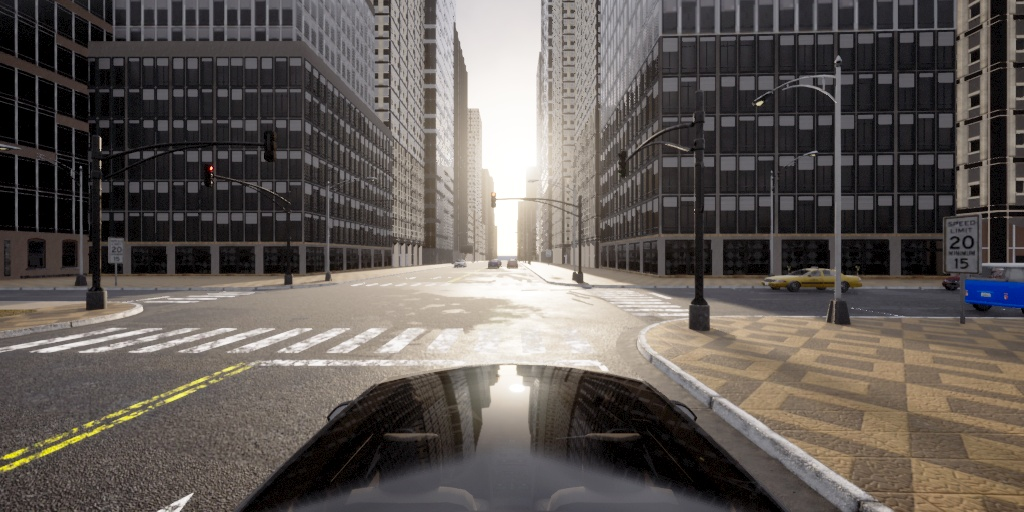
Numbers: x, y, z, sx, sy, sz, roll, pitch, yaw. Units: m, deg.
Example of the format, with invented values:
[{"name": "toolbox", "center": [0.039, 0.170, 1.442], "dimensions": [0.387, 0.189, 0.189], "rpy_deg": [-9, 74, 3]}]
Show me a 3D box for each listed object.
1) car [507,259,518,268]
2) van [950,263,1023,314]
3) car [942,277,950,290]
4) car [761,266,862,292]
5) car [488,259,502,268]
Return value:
[{"name": "car", "center": [0.084, 1.425, 63.635], "dimensions": [1.994, 1.385, 4.181], "rpy_deg": [0, 0, 0]}, {"name": "van", "center": [18.373, 1.119, 12.438], "dimensions": [3.998, 1.789, 1.690], "rpy_deg": [0, 0, 2]}, {"name": "car", "center": [26.947, 1.356, 20.114], "dimensions": [4.207, 1.307, 1.802], "rpy_deg": [0, 0, 2]}, {"name": "car", "center": [17.113, 1.293, 20.612], "dimensions": [4.829, 1.417, 1.751], "rpy_deg": [0, 0, 2]}, {"name": "car", "center": [-3.167, 1.335, 62.806], "dimensions": [1.882, 1.535, 5.008], "rpy_deg": [0, 0, 0]}]
